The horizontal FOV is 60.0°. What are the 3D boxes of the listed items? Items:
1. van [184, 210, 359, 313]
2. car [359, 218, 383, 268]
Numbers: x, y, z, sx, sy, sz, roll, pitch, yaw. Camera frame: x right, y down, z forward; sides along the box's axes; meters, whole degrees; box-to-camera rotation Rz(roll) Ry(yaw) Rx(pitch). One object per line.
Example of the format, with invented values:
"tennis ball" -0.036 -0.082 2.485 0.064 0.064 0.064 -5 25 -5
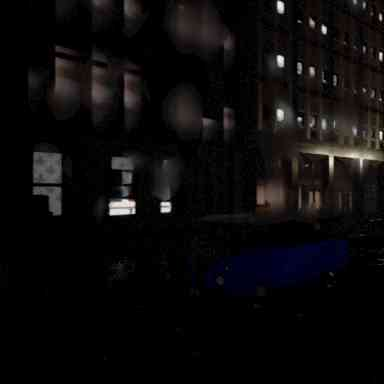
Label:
"van" 1.753 1.331 7.347 3.998 1.788 1.690 0 0 -35
"car" 6.269 1.530 10.566 4.403 1.369 2.008 0 0 -35
